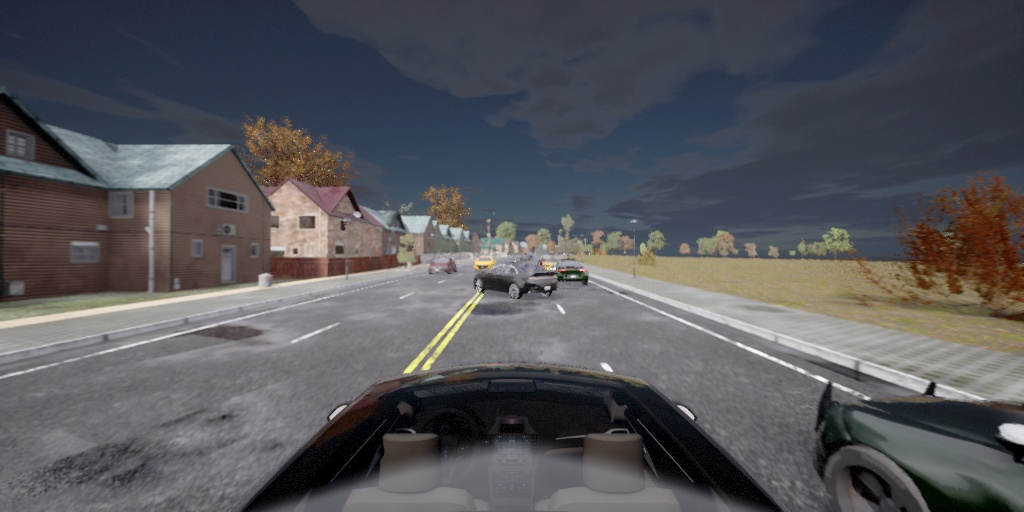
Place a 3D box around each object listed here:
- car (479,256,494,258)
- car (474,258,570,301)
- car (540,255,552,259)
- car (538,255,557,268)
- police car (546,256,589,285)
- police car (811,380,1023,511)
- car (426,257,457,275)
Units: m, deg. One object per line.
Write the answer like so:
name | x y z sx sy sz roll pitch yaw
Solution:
car | -2.635 0.740 35.986 1.882 1.535 5.008 0 1 2
car | 0.020 1.034 16.145 2.128 1.511 4.902 -1 1 -35
car | 3.852 0.749 33.789 1.801 1.575 5.366 0 1 2
car | 4.311 0.646 44.563 2.163 1.488 4.792 0 1 3
police car | 3.513 0.955 22.661 2.038 1.542 4.974 0 1 1
police car | 3.243 1.271 0.777 2.038 1.542 4.974 0 1 0
car | -6.051 0.848 31.623 1.812 1.442 4.674 0 1 2
